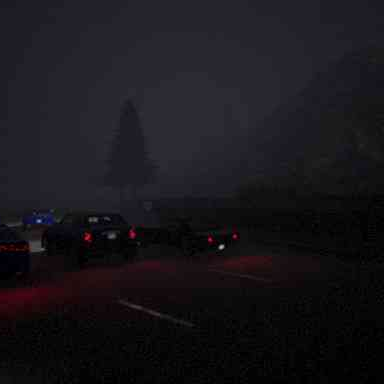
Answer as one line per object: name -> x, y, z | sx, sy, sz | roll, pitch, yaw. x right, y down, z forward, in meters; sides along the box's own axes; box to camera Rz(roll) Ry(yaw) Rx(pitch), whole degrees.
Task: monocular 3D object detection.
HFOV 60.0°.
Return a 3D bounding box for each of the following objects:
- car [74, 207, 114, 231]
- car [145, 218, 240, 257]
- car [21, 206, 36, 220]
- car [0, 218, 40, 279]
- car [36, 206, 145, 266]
car -> -7.003, 1.800, 23.497 | 1.895, 1.301, 4.718 | 0, 0, -27
car -> -0.417, 1.696, 13.530 | 1.895, 1.301, 4.718 | 0, -1, -41
car -> -10.873, 1.700, 23.414 | 1.882, 1.535, 5.008 | 0, 0, -27
car -> -6.191, 1.595, 9.579 | 1.882, 1.535, 5.008 | 0, -1, -40
car -> -3.944, 1.470, 12.366 | 2.097, 1.767, 4.553 | 0, 0, -40
